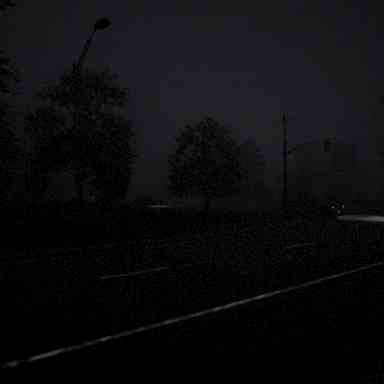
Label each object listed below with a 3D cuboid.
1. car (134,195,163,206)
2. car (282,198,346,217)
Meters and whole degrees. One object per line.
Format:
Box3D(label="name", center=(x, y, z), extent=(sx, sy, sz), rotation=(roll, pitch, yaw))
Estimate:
Box3D(label="car", center=(-6.235, 1.182, 47.094), extent=(2.033, 1.411, 5.357), rotation=(-2, 1, -39))
Box3D(label="car", center=(9.779, 1.185, 26.884), extent=(1.895, 1.301, 4.718), rotation=(-2, 1, -38))
